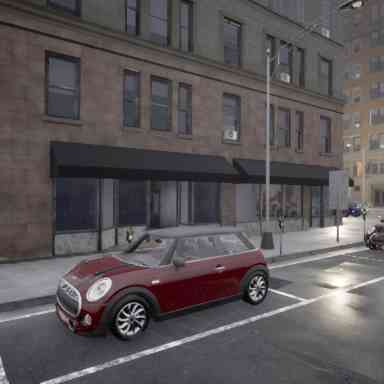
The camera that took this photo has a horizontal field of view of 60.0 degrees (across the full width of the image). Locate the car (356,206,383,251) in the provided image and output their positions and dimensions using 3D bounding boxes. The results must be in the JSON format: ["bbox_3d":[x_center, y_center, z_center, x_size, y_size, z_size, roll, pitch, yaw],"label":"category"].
[{"bbox_3d":[8.487,1.445,12.863,4.097,1.590,1.967,0,0,-36],"label":"car"}]

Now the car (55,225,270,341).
[{"bbox_3d":[-0.438,1.441,6.456,4.097,1.590,1.967,0,0,-36],"label":"car"}]

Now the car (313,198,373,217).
[{"bbox_3d":[14.420,1.416,32.040,2.128,1.511,4.902,1,0,-36],"label":"car"}]

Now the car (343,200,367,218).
[{"bbox_3d":[12.293,1.123,29.443,2.150,2.045,5.566,1,0,-36],"label":"car"}]
